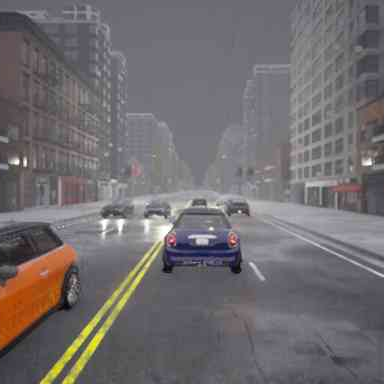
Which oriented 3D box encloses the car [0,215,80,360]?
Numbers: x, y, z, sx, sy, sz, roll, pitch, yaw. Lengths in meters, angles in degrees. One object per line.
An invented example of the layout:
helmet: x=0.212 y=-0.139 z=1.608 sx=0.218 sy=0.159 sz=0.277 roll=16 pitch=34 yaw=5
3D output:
car: x=-3.270 y=1.304 z=4.617 sx=2.097 sy=1.767 sz=4.553 roll=0 pitch=0 yaw=1

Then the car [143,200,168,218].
car: x=-2.718 y=1.347 z=27.508 sx=2.033 sy=1.411 sz=5.357 roll=0 pitch=0 yaw=2

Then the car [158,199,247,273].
car: x=0.307 y=1.280 z=10.652 sx=2.097 sy=1.767 sz=4.553 roll=0 pitch=0 yaw=1

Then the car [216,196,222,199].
car: x=4.277 y=1.234 z=45.408 sx=1.812 sy=1.442 sz=4.674 roll=0 pitch=1 yaw=1

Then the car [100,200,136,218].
car: x=-5.967 y=1.331 z=27.567 sx=2.033 sy=1.411 sz=5.357 roll=0 pitch=0 yaw=2

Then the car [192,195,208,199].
car: x=0.983 y=1.185 z=43.205 sx=1.882 sy=1.535 sz=5.008 roll=0 pitch=1 yaw=1

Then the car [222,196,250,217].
car: x=3.947 y=1.322 z=29.485 sx=1.837 sy=1.490 sz=4.892 roll=0 pitch=0 yaw=1
